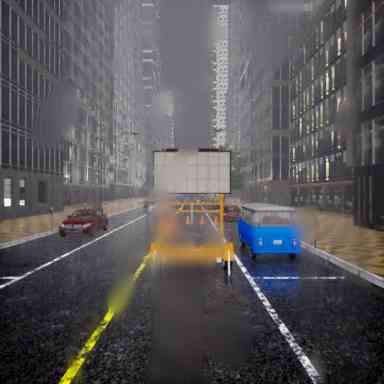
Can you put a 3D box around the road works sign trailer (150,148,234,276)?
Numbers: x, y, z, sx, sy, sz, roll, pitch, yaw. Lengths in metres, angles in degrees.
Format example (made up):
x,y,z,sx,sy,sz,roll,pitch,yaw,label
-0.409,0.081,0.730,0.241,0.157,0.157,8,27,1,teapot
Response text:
x,y,z,sx,sy,sz,roll,pitch,yaw,label
-0.002,0.462,10.300,2.380,3.560,2.880,0,0,0,road works sign trailer

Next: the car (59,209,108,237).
x,y,z,sx,sy,sz,roll,pitch,yaw,label
-5.694,1.578,17.975,1.802,1.307,4.206,0,0,0,car

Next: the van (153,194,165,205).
x,y,z,sx,sy,sz,roll,pitch,yaw,label
-5.699,1.318,57.823,1.690,1.788,3.998,0,0,0,van

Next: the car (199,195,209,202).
x,y,z,sx,sy,sz,roll,pitch,yaw,label
2.678,1.387,74.898,1.967,1.590,4.097,0,0,0,car

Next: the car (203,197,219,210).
x,y,z,sx,sy,sz,roll,pitch,yaw,label
2.683,1.573,40.744,1.802,1.307,4.206,0,0,0,car

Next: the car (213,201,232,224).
x,y,z,sx,sy,sz,roll,pitch,yaw,label
2.686,1.577,23.666,1.802,1.307,4.206,0,0,0,car

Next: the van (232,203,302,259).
x,y,z,sx,sy,sz,roll,pitch,yaw,label
2.688,1.339,12.282,1.690,1.788,3.998,0,0,0,van

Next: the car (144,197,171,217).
x,y,z,sx,sy,sz,roll,pitch,yaw,label
-3.105,1.519,31.629,1.812,1.442,4.674,0,0,0,car

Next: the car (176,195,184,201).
x,y,z,sx,sy,sz,roll,pitch,yaw,label
-3.015,1.407,84.423,1.882,1.535,5.008,0,0,0,car

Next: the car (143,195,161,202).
x,y,z,sx,sy,sz,roll,pitch,yaw,label
-5.698,1.539,46.438,2.008,1.369,4.403,0,0,0,car

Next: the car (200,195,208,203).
x,y,z,sx,sy,sz,roll,pitch,yaw,label
2.682,1.534,52.129,2.008,1.369,4.403,0,0,0,car
